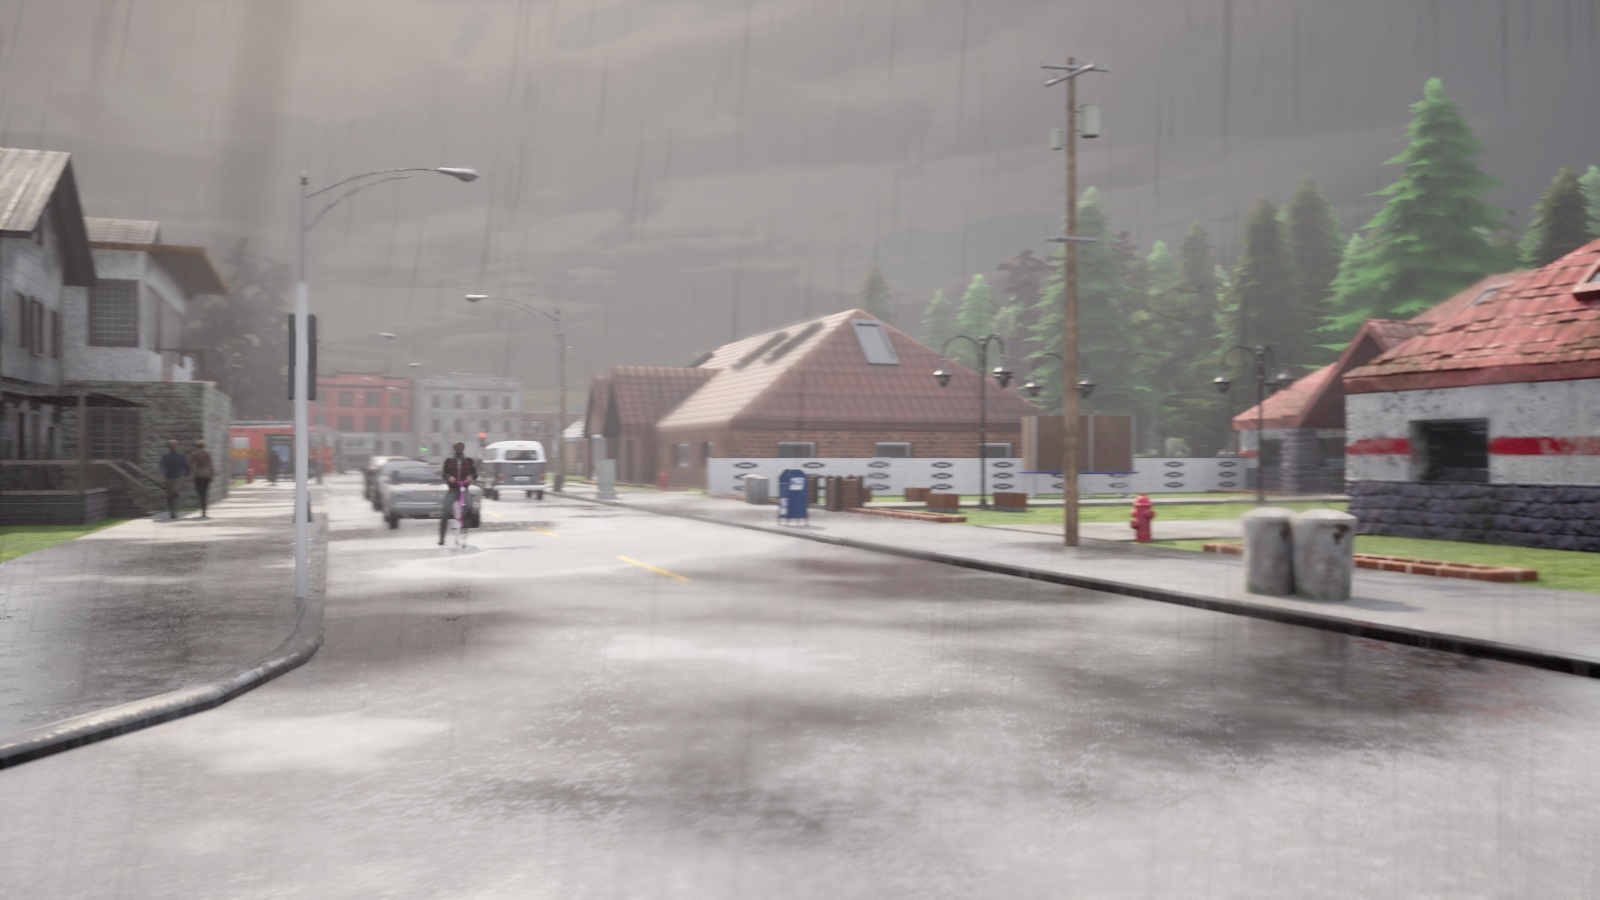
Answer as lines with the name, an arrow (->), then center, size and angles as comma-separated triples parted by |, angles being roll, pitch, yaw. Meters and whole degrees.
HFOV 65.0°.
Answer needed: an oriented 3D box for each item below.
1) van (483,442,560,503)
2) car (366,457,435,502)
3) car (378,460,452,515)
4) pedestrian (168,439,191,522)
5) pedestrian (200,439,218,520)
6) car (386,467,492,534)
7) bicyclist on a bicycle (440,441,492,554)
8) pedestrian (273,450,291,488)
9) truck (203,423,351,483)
van -> -9.917, 0.758, 44.462 | 2.069, 2.038, 4.480 | 0, 0, -20
car -> -14.294, 1.012, 44.788 | 2.128, 1.511, 4.902 | 0, 0, -20
car -> -11.115, 1.020, 36.073 | 1.812, 1.442, 4.674 | 0, 0, -20
pedestrian -> -13.828, 0.671, 27.995 | 0.402, 1.842, 0.726 | 0, 0, -22
pedestrian -> -13.650, 0.676, 29.018 | 0.331, 1.846, 0.634 | 0, 0, -29
car -> -7.982, 1.034, 27.489 | 1.895, 1.301, 4.718 | 0, 0, -20
bicyclist on a bicycle -> -5.545, 0.756, 20.782 | 0.659, 1.776, 1.843 | 0, -1, -20
pedestrian -> -25.239, 0.904, 61.144 | 0.634, 1.844, 0.899 | 0, 0, -10
truck -> -33.853, 0.181, 81.623 | 8.468, 3.827, 2.891 | 0, 0, -13
